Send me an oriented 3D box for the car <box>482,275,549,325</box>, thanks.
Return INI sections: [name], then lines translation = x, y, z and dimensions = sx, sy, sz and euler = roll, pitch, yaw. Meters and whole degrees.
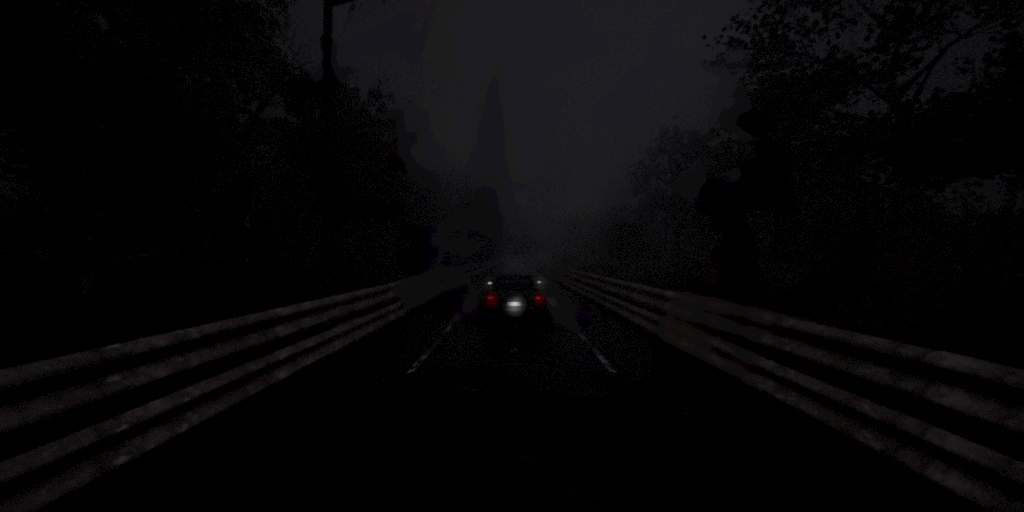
[car]
translation = 0.103, 1.316, 11.854
dimensions = 1.994, 1.385, 4.181
euler = 0, 0, 0
